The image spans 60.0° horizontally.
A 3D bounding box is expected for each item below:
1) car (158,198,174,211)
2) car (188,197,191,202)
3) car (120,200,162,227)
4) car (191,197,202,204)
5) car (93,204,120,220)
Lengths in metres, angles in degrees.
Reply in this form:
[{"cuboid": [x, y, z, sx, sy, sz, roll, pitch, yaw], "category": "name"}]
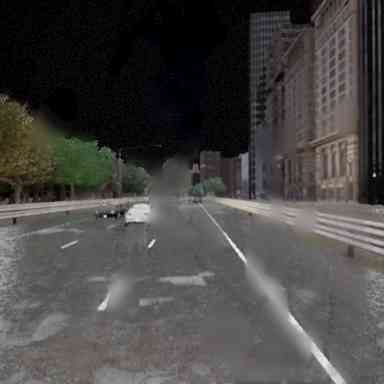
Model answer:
[{"cuboid": [-3.405, 1.479, 41.743, 2.097, 1.767, 4.553, 0, 0, 0], "category": "car"}, {"cuboid": [-0.007, 1.977, 91.622, 1.994, 1.385, 4.181, 0, -1, 0], "category": "car"}, {"cuboid": [-3.417, 1.547, 23.091, 1.812, 1.442, 4.674, 0, 0, 0], "category": "car"}, {"cuboid": [1.217, 1.873, 73.226, 1.837, 1.490, 4.892, 0, -1, 0], "category": "car"}, {"cuboid": [-6.910, 1.645, 28.652, 1.895, 1.301, 4.718, 0, 0, 0], "category": "car"}]
